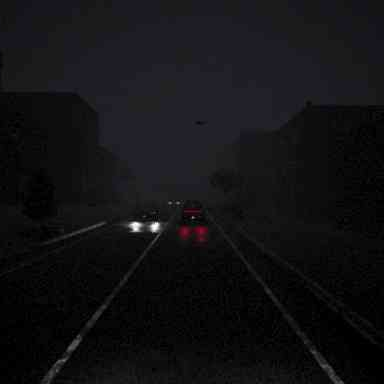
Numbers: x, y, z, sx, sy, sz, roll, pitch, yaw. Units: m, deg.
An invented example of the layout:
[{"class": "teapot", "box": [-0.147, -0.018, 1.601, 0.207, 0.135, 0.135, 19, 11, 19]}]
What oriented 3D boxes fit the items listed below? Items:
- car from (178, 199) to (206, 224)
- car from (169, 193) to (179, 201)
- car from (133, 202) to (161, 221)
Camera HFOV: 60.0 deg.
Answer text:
[{"class": "car", "box": [0.071, 1.542, 25.122, 2.128, 1.511, 4.902, 0, 0, 0]}, {"class": "car", "box": [-3.622, 0.963, 68.816, 1.882, 1.535, 5.008, 0, 1, 0]}, {"class": "car", "box": [-3.631, 1.580, 27.543, 1.812, 1.442, 4.674, 0, 0, 0]}]
